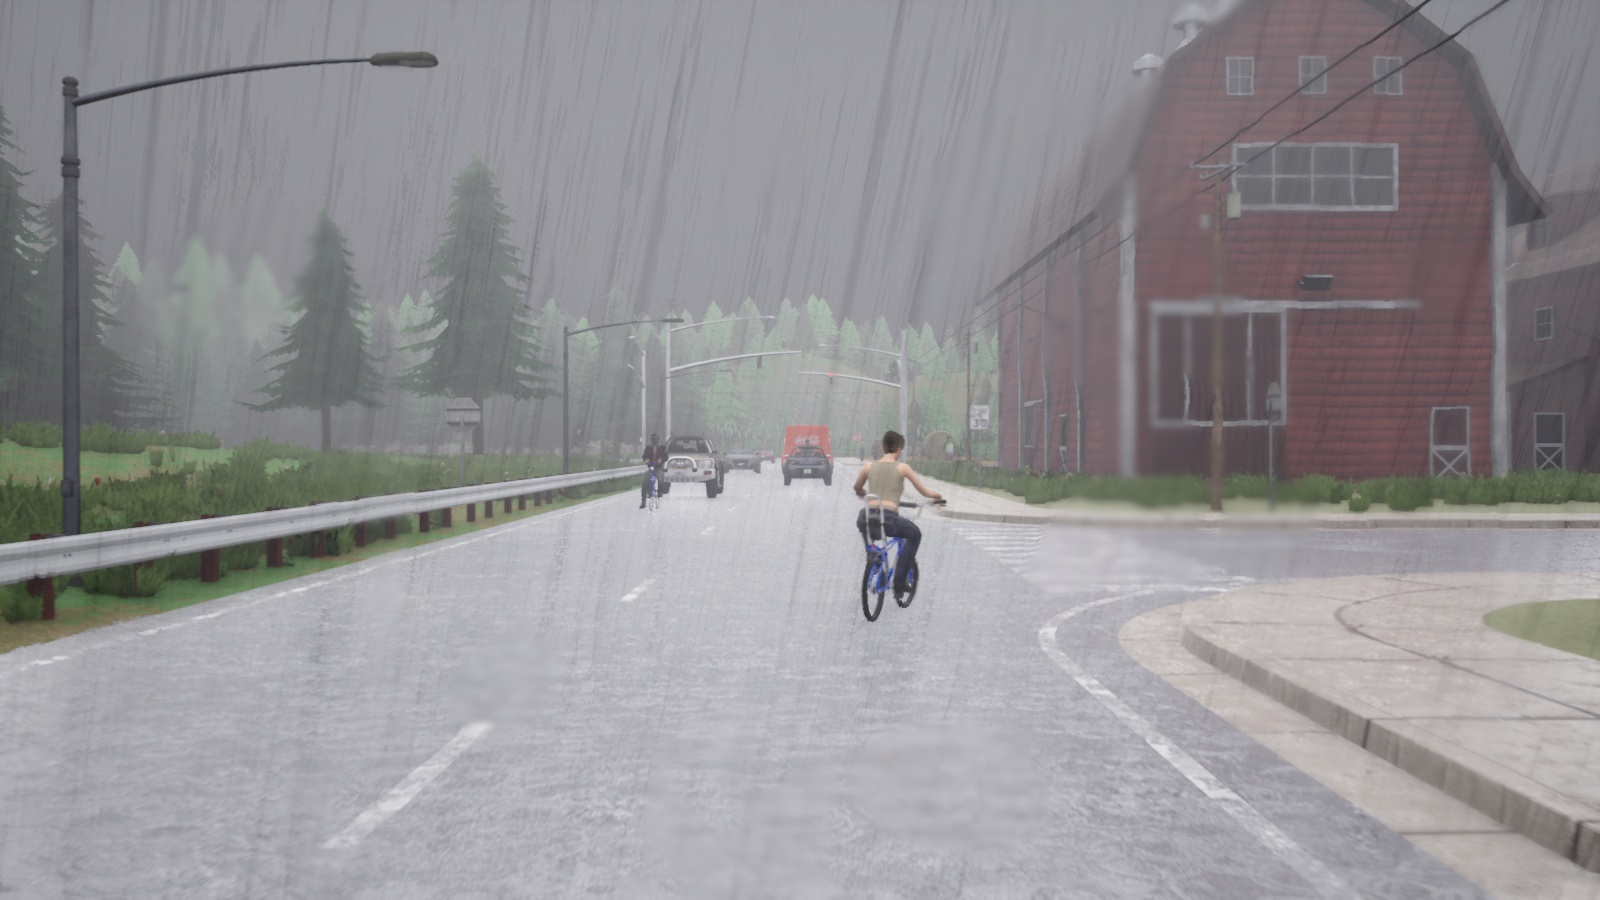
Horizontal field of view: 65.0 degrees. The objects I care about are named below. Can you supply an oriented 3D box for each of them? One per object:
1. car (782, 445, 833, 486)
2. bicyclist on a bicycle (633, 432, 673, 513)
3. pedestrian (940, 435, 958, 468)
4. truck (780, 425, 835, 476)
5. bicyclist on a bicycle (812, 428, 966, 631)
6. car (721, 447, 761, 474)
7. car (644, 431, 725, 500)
[{"bbox_3d":[0.283,0.566,47.336,1.816,1.474,4.193,0,0,0],"label":"car"},{"bbox_3d":[-3.324,0.498,28.514,0.659,1.776,1.843,0,0,0],"label":"bicyclist on a bicycle"},{"bbox_3d":[8.843,0.075,74.418,0.659,1.952,0.873,0,0,-32],"label":"pedestrian"},{"bbox_3d":[0.374,0.000,63.368,2.627,2.467,5.204,0,0,0],"label":"truck"},{"bbox_3d":[0.807,0.639,10.959,0.866,1.612,1.509,2,1,22],"label":"bicyclist on a bicycle"},{"bbox_3d":[-3.086,0.537,66.121,1.994,1.385,4.181,0,0,-1],"label":"car"},{"bbox_3d":[-3.280,0.411,36.493,1.932,1.855,4.605,0,0,0],"label":"car"}]
